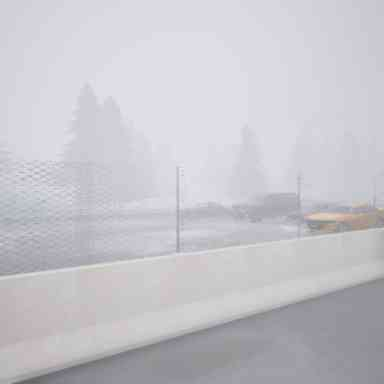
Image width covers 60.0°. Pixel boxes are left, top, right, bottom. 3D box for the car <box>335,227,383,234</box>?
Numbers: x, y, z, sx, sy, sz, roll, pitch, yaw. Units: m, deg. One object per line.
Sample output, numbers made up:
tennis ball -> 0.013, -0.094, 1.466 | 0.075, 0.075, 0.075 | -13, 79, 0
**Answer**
car -> 8.026, 1.342, 17.278 | 5.008, 1.535, 1.882 | -1, 0, -30
